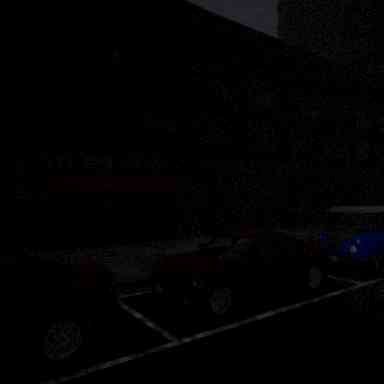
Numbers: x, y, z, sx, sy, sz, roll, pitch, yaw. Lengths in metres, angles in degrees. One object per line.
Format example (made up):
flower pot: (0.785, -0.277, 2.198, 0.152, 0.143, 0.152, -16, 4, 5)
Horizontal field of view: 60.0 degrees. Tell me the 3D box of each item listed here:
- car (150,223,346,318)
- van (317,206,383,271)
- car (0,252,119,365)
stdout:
car: (1.229, 1.543, 7.411, 4.507, 1.381, 1.887, 0, 0, -35)
van: (5.666, 1.340, 10.576, 3.998, 1.788, 1.690, 0, 0, -35)
car: (-3.208, 1.542, 4.245, 4.507, 1.381, 1.887, 0, 0, -36)
